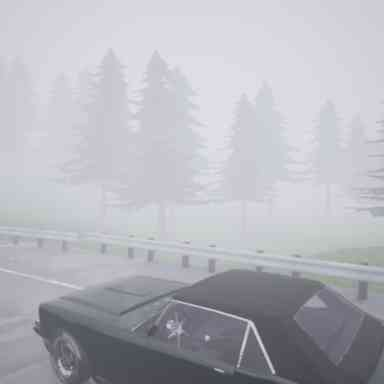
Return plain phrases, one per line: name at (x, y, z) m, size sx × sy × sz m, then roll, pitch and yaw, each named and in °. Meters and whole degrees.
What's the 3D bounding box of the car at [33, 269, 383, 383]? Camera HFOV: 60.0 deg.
car at (0.310, 1.594, 3.676) m, size 4.718 × 1.301 × 1.895 m, roll 0°, pitch 0°, yaw 35°
